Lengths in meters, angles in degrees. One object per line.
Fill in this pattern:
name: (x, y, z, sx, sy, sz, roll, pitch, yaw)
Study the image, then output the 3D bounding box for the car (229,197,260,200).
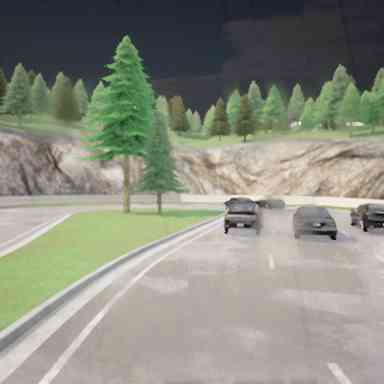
car: (4.899, 1.269, 35.523, 1.837, 1.490, 4.892, 2, 0, -20)

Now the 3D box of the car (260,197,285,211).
car: (8.239, 1.249, 36.684, 2.128, 1.511, 4.902, 0, 0, -21)

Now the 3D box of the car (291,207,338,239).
car: (6.013, 1.438, 16.638, 2.033, 1.411, 5.357, 0, 0, 16)

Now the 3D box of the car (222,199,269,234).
car: (2.934, 1.368, 18.317, 2.128, 1.511, 4.902, 0, 0, 14)

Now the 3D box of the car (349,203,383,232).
car: (10.313, 1.383, 18.904, 1.837, 1.490, 4.892, 0, 1, 15)
